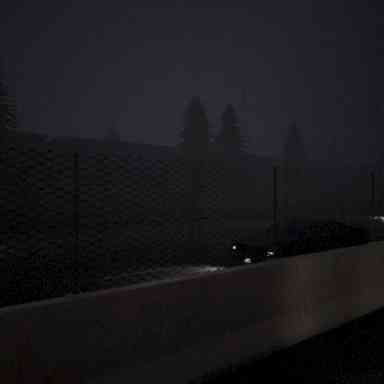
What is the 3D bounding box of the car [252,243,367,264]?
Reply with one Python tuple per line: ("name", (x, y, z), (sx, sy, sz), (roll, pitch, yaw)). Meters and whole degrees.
("car", (3.722, 1.556, 10.945), (5.357, 1.411, 2.033), (0, 0, -35))
